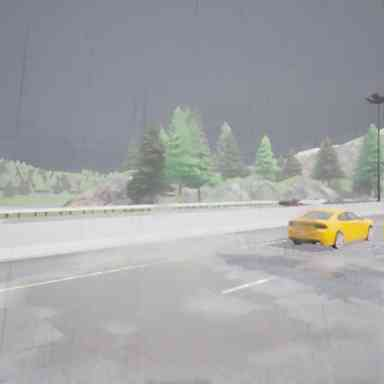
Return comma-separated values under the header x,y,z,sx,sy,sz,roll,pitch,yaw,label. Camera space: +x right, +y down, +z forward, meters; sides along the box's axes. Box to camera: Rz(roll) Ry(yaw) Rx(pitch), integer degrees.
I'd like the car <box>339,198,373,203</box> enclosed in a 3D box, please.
x,y,z,sx,sy,sz,roll,pitch,yaw,label
20.291,1.455,40.278,4.674,1.442,1.812,0,0,-35,car

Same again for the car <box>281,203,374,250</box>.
x,y,z,sx,sy,sz,roll,pitch,yaw,label
6.103,1.455,14.383,5.008,1.535,1.882,0,0,-41,car

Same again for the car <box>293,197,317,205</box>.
x,y,z,sx,sy,sz,roll,pitch,yaw,label
16.601,1.458,46.224,4.674,1.442,1.812,0,0,-35,car

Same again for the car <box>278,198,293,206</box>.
x,y,z,sx,sy,sz,roll,pitch,yaw,label
15.023,1.534,49.388,4.718,1.301,1.895,0,0,-35,car

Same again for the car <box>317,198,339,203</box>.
x,y,z,sx,sy,sz,roll,pitch,yaw,label
18.815,1.495,43.504,4.181,1.385,1.994,0,0,-35,car
